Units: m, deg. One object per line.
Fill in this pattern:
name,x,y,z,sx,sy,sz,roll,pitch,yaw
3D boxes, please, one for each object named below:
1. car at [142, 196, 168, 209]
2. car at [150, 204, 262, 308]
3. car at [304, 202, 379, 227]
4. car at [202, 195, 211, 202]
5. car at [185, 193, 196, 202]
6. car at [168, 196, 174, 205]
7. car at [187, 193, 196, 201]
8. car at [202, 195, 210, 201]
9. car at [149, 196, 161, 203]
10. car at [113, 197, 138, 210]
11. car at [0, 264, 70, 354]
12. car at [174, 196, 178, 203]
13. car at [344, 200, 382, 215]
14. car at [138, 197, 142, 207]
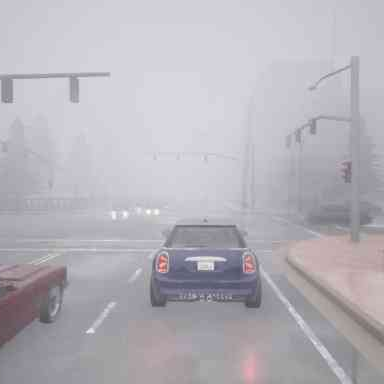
car,-5.059,1.491,45.823,2.128,1.511,4.902,0,0,2
car,0.309,1.352,8.114,2.097,1.767,4.553,0,0,2
car,9.862,1.564,22.590,4.181,1.385,1.994,0,0,5
car,3.107,1.549,73.642,1.994,1.385,4.181,0,0,2
car,-0.429,1.520,72.779,1.812,1.442,4.674,0,0,2
car,-4.672,1.478,55.646,1.882,1.535,5.008,0,0,2
car,-0.058,1.223,82.510,2.150,2.045,5.566,0,0,2
car,3.439,1.475,82.346,1.882,1.535,5.008,0,0,2
car,-7.593,1.506,68.726,1.837,1.490,4.892,0,0,2
car,-8.687,1.601,42.557,1.895,1.301,4.718,0,0,2
car,-3.305,1.601,4.241,1.895,1.301,4.718,0,0,2
car,-4.068,1.478,69.191,1.882,1.535,5.008,0,0,2
car,14.128,1.505,29.533,4.892,1.490,1.837,0,0,4
car,-8.322,1.491,51.949,2.128,1.511,4.902,0,0,2
